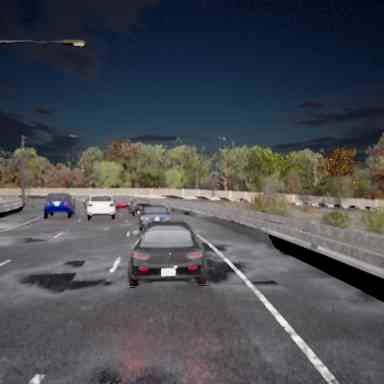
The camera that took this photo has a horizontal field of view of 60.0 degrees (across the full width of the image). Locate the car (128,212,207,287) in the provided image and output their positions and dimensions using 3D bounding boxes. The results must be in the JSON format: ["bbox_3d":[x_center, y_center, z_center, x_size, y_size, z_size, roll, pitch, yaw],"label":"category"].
[{"bbox_3d":[-0.684,1.502,9.211,1.812,1.442,4.674,0,0,-5],"label":"car"}]

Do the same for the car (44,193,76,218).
[{"bbox_3d":[-11.488,1.147,29.110,2.150,2.045,5.566,0,-1,-15],"label":"car"}]

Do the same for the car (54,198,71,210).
[{"bbox_3d":[-16.712,1.506,42.906,1.895,1.301,4.718,0,0,-23],"label":"car"}]

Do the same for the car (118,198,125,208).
[{"bbox_3d":[-9.474,1.458,43.766,1.994,1.385,4.181,0,0,-23],"label":"car"}]

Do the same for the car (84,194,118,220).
[{"bbox_3d":[-7.576,1.157,27.971,2.150,2.045,5.566,0,0,-14],"label":"car"}]

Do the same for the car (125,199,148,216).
[{"bbox_3d":[-4.962,1.427,31.472,1.837,1.490,4.892,0,0,-17],"label":"car"}]

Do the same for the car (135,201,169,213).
[{"bbox_3d":[-2.295,1.495,20.380,2.033,1.411,5.357,0,0,-10],"label":"car"}]
